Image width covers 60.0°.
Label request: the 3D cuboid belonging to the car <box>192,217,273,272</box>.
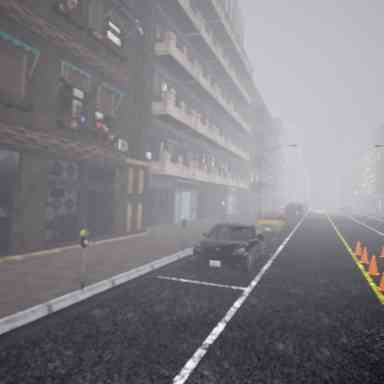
[{"bbox_3d":[1.451,1.736,11.618,1.947,1.339,4.313,2,0,21],"label":"car"}]

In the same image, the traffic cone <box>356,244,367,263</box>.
[{"bbox_3d":[6.440,2.343,12.394,0.340,0.580,0.340,2,-1,21],"label":"traffic cone"}]

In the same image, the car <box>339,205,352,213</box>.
[{"bbox_3d":[31.142,3.440,66.850,1.752,1.417,4.829,2,0,21],"label":"car"}]

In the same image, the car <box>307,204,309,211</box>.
[{"bbox_3d":[23.256,2.924,69.648,2.192,1.841,5.009,2,0,21],"label":"car"}]

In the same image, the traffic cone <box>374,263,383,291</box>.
[{"bbox_3d":[5.034,2.249,8.651,0.340,0.580,0.340,2,-1,21],"label":"traffic cone"}]

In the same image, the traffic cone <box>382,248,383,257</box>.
[{"bbox_3d":[8.078,2.426,13.914,0.340,0.580,0.340,2,-1,21],"label":"traffic cone"}]

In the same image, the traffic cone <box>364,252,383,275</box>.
[{"bbox_3d":[5.738,2.296,10.522,0.340,0.580,0.340,2,-1,21],"label":"traffic cone"}]

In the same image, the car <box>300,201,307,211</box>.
[{"bbox_3d":[13.350,2.273,43.272,2.192,1.841,5.009,2,0,21],"label":"car"}]

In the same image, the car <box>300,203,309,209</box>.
[{"bbox_3d":[27.208,3.413,80.196,1.887,1.381,4.507,2,0,21],"label":"car"}]

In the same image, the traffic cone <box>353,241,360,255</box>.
[{"bbox_3d":[7.143,2.390,14.265,0.340,0.580,0.340,2,-1,21],"label":"traffic cone"}]

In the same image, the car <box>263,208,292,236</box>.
[{"bbox_3d":[5.356,1.955,22.010,1.752,1.417,4.829,2,0,21],"label":"car"}]

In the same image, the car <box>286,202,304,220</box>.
[{"bbox_3d":[11.363,2.267,37.996,1.967,1.590,4.097,2,0,21],"label":"car"}]

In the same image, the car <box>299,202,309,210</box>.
[{"bbox_3d":[25.230,3.179,74.921,1.967,1.590,4.097,2,0,21],"label":"car"}]
